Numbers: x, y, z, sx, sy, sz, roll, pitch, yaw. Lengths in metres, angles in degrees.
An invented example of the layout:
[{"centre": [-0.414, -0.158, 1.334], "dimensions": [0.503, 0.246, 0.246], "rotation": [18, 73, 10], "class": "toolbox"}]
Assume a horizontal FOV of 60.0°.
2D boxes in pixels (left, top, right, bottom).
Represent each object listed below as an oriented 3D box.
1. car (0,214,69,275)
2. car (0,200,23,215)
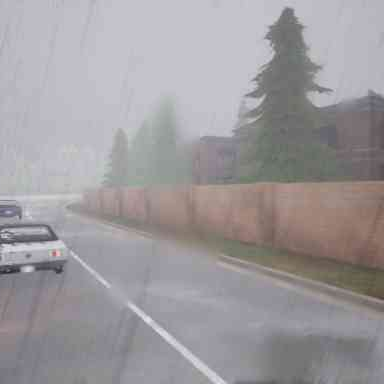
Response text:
[{"centre": [-5.053, 1.564, 9.934], "dimensions": [1.895, 1.301, 4.718], "rotation": [0, 0, -30], "class": "car"}, {"centre": [-15.082, 1.375, 27.365], "dimensions": [1.882, 1.535, 5.008], "rotation": [0, 0, -29], "class": "car"}]
